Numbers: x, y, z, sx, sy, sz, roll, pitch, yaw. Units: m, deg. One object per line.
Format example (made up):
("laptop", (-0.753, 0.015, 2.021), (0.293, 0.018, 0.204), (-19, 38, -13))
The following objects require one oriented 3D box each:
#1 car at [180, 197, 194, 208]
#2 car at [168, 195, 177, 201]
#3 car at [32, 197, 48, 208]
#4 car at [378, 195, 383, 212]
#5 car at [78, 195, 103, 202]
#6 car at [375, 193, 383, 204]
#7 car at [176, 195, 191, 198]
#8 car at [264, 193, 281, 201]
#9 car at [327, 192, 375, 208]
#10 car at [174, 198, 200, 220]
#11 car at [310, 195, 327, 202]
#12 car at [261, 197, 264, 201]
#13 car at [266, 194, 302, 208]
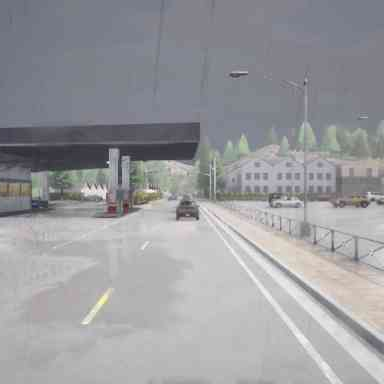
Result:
("car", (-0.736, 1.505, 47.871), (1.837, 1.490, 4.892), (0, 0, -1))
("car", (-5.013, 1.553, 85.832), (1.994, 1.385, 4.181), (0, 0, -1))
("car", (-21.525, 1.480, 45.701), (2.242, 1.667, 4.611), (0, 0, -2))
("car", (20.009, 1.298, 30.397), (4.514, 1.523, 2.007), (0, 0, -2))
("car", (-20.654, 1.334, 67.896), (4.902, 1.511, 2.128), (0, 0, -1))
("car", (30.266, 1.298, 50.045), (4.514, 1.523, 2.007), (0, 0, -2))
("car", (-0.555, 1.478, 37.894), (1.882, 1.535, 5.008), (0, 0, -1))
("car", (12.479, 1.077, 45.965), (3.866, 1.878, 1.905), (0, 0, -2))
("car", (20.423, 1.097, 42.867), (4.605, 1.855, 1.932), (0, 0, -2))
("car", (-0.373, 1.505, 27.733), (1.837, 1.490, 4.892), (0, 0, -1))
("car", (26.998, 1.286, 68.902), (5.008, 1.535, 1.882), (0, 0, -1))
("car", (16.758, 1.334, 68.686), (4.902, 1.511, 2.128), (0, 0, -1))
("car", (11.947, 1.361, 42.627), (3.806, 1.475, 1.970), (0, 0, -2))
